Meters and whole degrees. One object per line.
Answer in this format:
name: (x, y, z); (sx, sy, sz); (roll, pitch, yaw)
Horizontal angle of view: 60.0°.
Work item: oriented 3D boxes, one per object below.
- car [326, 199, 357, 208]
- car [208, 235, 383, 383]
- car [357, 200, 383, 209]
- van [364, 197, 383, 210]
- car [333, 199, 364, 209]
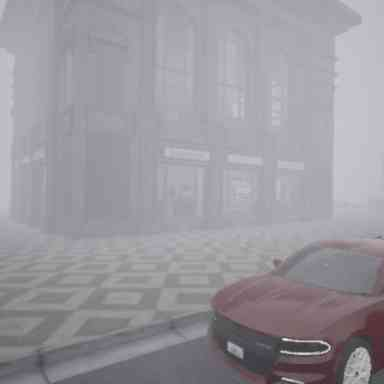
car: (25.402, 1.951, 56.768); (1.887, 1.381, 4.507); (1, -1, -36)
car: (2.516, 1.500, 5.170); (5.008, 1.535, 1.882); (0, 0, -36)
car: (28.628, 1.931, 52.282); (1.887, 1.381, 4.507); (1, -1, -36)
van: (24.898, 1.522, 42.821); (1.690, 1.788, 3.998); (1, -1, -36)
car: (21.672, 1.746, 47.305); (1.887, 1.381, 4.507); (1, -1, -36)
